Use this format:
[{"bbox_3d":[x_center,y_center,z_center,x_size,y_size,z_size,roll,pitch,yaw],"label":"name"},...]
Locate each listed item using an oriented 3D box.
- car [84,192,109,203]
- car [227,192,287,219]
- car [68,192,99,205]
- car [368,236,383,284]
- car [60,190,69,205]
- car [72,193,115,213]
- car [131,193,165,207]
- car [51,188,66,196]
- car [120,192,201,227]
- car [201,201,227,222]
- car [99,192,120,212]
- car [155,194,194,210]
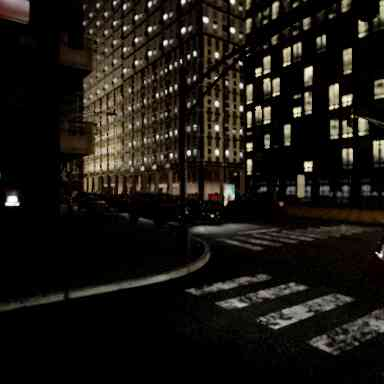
[{"bbox_3d":[-12.739,0.699,44.203,1.994,1.385,4.181,0,1,-36],"label":"car"},{"bbox_3d":[4.705,0.932,24.683,2.192,1.841,5.009,1,0,-36],"label":"car"},{"bbox_3d":[-12.292,0.746,38.174,1.837,1.490,4.892,0,1,-36],"label":"car"},{"bbox_3d":[6.468,1.166,6.501,5.566,2.045,2.150,0,0,-7],"label":"car"},{"bbox_3d":[-15.099,0.777,37.633,2.008,1.369,4.403,1,0,-36],"label":"car"},{"bbox_3d":[-8.569,1.017,28.668,1.802,1.307,4.206,1,0,-36],"label":"car"},{"bbox_3d":[-5.098,0.871,38.136,1.947,1.339,4.313,1,0,-36],"label":"car"},{"bbox_3d":[-27.956,0.006,69.521,1.967,1.590,4.097,1,0,-36],"label":"car"},{"bbox_3d":[-2.032,0.957,19.701,2.192,1.841,5.009,1,0,-36],"label":"car"},{"bbox_3d":[-0.222,1.130,21.584,1.837,1.490,4.892,0,1,-36],"label":"car"},{"bbox_3d":[-6.231,0.927,29.837,2.128,1.511,4.902,0,1,-36],"label":"car"},{"bbox_3d":[-1.832,0.976,33.652,1.947,1.339,4.313,1,0,-36],"label":"car"}]
